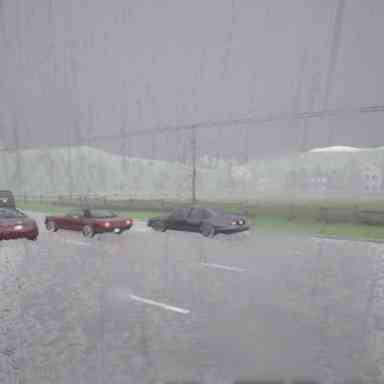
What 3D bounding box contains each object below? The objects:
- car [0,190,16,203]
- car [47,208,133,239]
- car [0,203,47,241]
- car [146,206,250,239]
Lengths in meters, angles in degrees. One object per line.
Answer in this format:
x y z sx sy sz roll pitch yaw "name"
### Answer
-17.809 0.798 29.512 5.566 2.045 2.150 1 1 36 "car"
-5.196 1.417 16.299 4.718 1.301 1.895 1 1 36 "car"
-8.469 1.359 14.335 4.181 1.385 1.994 1 0 36 "car"
0.194 1.420 16.755 5.357 1.411 2.033 1 1 36 "car"
